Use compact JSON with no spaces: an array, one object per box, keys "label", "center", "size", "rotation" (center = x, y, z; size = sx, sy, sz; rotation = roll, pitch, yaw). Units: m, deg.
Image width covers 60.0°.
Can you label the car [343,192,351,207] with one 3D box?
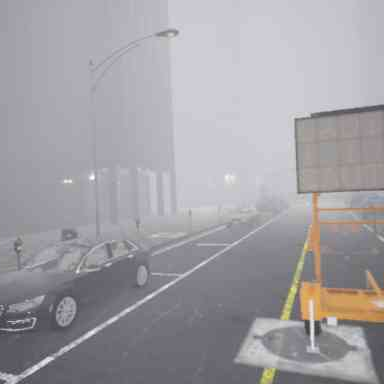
[{"label":"car","center":[17.573,0.851,34.993],"size":[2.192,1.841,5.009],"rotation":[-3,-1,21]}]

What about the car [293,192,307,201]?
[{"label":"car","center":[23.540,0.951,73.579],"size":[2.192,1.841,5.009],"rotation":[-3,-1,21]}]

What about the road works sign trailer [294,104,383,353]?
[{"label":"road works sign trailer","center":[3.044,0.379,5.576],"size":[2.380,3.560,2.880],"rotation":[-3,-1,21]}]

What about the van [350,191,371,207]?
[{"label":"van","center":[15.560,0.919,29.848],"size":[1.690,1.788,3.998],"rotation":[-3,-1,21]}]

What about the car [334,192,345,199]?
[{"label":"car","center":[33.536,0.787,75.712],"size":[1.947,1.339,4.313],"rotation":[-3,-1,21]}]

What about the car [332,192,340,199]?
[{"label":"car","center":[31.465,0.575,70.460],"size":[2.192,1.841,5.009],"rotation":[-3,-1,21]}]

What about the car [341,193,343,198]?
[{"label":"car","center":[19.598,1.044,40.136],"size":[2.008,1.369,4.403],"rotation":[-3,-1,21]}]

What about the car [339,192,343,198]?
[{"label":"car","center":[21.613,0.997,45.281],"size":[1.887,1.381,4.507],"rotation":[-3,-1,21]}]

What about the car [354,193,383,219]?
[{"label":"car","center":[13.550,1.062,24.703],"size":[1.967,1.590,4.097],"rotation":[-3,-1,21]}]

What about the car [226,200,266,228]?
[{"label":"car","center":[3.544,1.569,22.525],"size":[1.752,1.417,4.829],"rotation":[-3,-1,21]}]

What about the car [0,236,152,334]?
[{"label":"car","center":[-2.441,1.723,7.251],"size":[2.008,1.369,4.403],"rotation":[-3,-1,21]}]

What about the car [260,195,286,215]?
[{"label":"car","center":[7.628,1.270,32.972],"size":[2.192,1.841,5.009],"rotation":[-3,-1,21]}]

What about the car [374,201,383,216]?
[{"label":"car","center":[9.527,1.259,14.411],"size":[2.008,1.369,4.403],"rotation":[-3,-1,21]}]

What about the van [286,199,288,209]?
[{"label":"van","center":[9.645,1.254,38.116],"size":[1.690,1.788,3.998],"rotation":[-3,-1,21]}]
